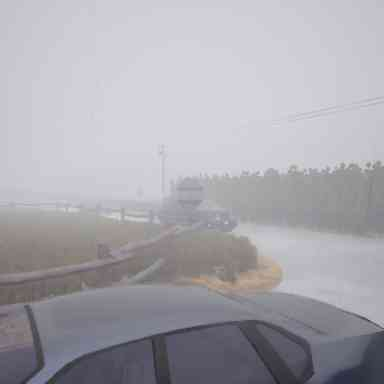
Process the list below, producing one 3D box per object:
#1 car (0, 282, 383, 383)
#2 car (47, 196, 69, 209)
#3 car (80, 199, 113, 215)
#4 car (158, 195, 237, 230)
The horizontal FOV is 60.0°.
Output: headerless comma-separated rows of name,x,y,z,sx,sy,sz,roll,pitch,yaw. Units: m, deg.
car,-0.637,1.547,2.509,5.357,1.411,2.033,0,0,-30
car,-18.147,1.346,44.975,2.097,1.767,4.553,0,0,-35
car,-9.317,1.596,32.434,1.895,1.301,4.718,0,0,-35
car,0.138,1.217,19.123,2.150,2.045,5.566,0,0,-35
